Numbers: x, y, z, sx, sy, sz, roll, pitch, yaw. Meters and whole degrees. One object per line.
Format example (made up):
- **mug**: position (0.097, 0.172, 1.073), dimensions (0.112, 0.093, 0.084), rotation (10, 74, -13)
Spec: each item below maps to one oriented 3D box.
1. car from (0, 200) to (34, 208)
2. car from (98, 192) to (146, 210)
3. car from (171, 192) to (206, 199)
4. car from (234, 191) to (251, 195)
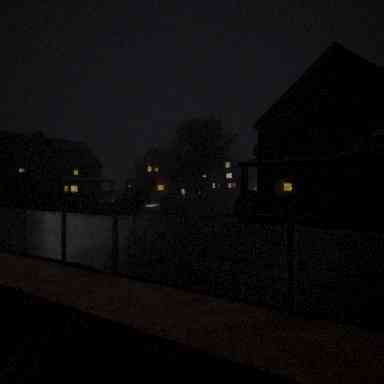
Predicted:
- **car**: position (-12.028, 1.241, 21.413), dimensions (1.994, 1.385, 4.181), rotation (1, 2, 36)
- **car**: position (-6.254, 0.792, 29.613), dimensions (2.097, 1.767, 4.553), rotation (1, 2, 35)
- **car**: position (-0.292, 0.745, 38.041), dimensions (2.033, 1.411, 5.357), rotation (1, 2, 35)
- **car**: position (8.033, 0.413, 49.672), dimensions (2.033, 1.411, 5.357), rotation (1, 2, 35)
